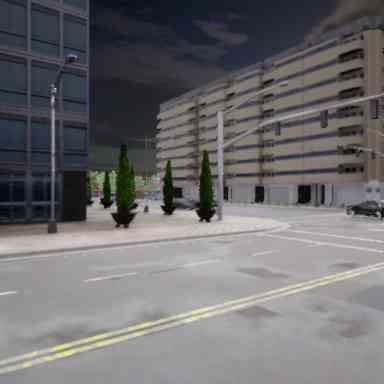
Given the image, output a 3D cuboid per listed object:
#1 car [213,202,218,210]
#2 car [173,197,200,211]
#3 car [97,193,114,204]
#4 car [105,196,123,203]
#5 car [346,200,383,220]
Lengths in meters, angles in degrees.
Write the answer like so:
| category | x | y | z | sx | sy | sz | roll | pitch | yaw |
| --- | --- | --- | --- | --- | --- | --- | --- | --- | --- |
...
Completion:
| category | x | y | z | sx | sy | sz | roll | pitch | yaw |
| --- | --- | --- | --- | --- | --- | --- | --- | --- | --- |
| car | 1.605 | 1.485 | 41.982 | 2.033 | 1.411 | 5.357 | 0 | 0 | -35 |
| car | -1.308 | 1.443 | 40.041 | 1.837 | 1.490 | 4.892 | 0 | 0 | -35 |
| car | -14.653 | 1.416 | 59.077 | 1.882 | 1.535 | 5.008 | 0 | 0 | -35 |
| car | -15.737 | 1.501 | 66.826 | 1.994 | 1.385 | 4.181 | 0 | 0 | -35 |
| car | 15.241 | 1.444 | 27.967 | 1.837 | 1.490 | 4.892 | 2 | 0 | -17 |
